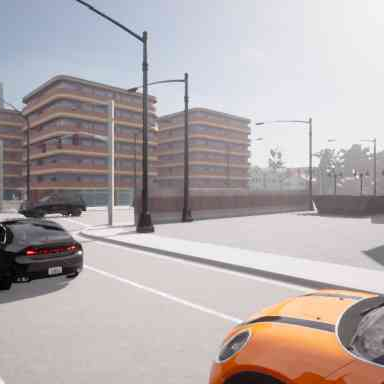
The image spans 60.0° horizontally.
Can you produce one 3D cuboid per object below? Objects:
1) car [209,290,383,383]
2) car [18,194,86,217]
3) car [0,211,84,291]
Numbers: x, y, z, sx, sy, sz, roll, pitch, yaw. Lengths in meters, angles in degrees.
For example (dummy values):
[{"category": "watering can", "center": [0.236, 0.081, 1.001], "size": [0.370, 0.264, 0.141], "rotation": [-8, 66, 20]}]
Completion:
[{"category": "car", "center": [2.302, 1.352, 2.314], "size": [4.553, 1.767, 2.097], "rotation": [0, 0, 40]}, {"category": "car", "center": [-12.066, 1.215, 29.149], "size": [2.150, 2.045, 5.566], "rotation": [0, 0, 44]}, {"category": "car", "center": [-4.708, 1.505, 9.187], "size": [1.837, 1.490, 4.892], "rotation": [0, 0, -43]}]
